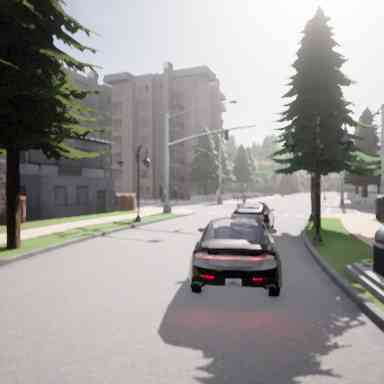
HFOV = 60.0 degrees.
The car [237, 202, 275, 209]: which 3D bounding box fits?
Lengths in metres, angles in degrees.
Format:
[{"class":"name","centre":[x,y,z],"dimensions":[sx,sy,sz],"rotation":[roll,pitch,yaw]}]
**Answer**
[{"class":"car","centre":[3.242,1.251,17.466],"dimensions":[2.128,1.511,4.902],"rotation":[0,1,18]}]

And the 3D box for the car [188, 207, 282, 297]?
[{"class":"car","centre":[1.111,1.375,8.361],"dimensions":[2.128,1.511,4.902],"rotation":[0,1,9]}]
